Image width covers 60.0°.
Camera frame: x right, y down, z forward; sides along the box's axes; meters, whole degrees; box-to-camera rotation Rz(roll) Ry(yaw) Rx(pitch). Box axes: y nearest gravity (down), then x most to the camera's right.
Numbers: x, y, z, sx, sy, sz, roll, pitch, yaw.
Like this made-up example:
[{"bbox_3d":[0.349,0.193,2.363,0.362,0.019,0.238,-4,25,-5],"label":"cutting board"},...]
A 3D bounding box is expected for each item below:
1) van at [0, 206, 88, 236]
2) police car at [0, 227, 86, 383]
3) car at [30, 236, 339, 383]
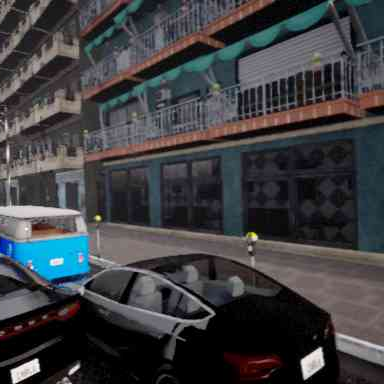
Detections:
[{"bbox_3d":[-4.163,1.279,8.562,1.690,1.788,3.998,-1,1,-42],"label":"van"},{"bbox_3d":[-3.630,1.423,4.437,5.238,1.638,1.930,-1,1,34],"label":"police car"},{"bbox_3d":[-0.370,1.487,4.358,1.947,1.339,4.313,-1,1,-42],"label":"car"}]
